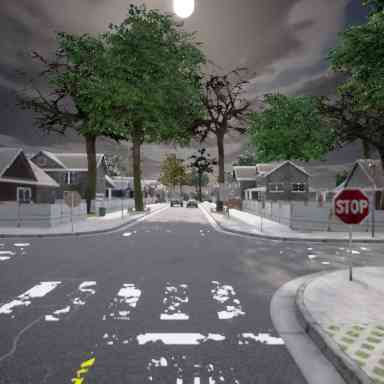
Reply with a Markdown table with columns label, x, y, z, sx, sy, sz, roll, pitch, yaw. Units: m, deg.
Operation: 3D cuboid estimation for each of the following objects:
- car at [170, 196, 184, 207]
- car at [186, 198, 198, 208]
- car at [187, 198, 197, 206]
| label | x | y | z | sx | sy | sz | roll | pitch | yaw |
| --- | --- | --- | --- | --- | --- | --- | --- | --- | --- |
| car | -2.734 | 1.661 | 60.981 | 2.150 | 2.045 | 5.566 | 0 | -1 | 0 |
| car | 0.017 | 1.902 | 55.971 | 1.812 | 1.442 | 4.674 | 0 | -1 | 0 |
| car | 0.018 | 2.011 | 66.009 | 1.837 | 1.490 | 4.892 | 0 | -1 | 0 |
